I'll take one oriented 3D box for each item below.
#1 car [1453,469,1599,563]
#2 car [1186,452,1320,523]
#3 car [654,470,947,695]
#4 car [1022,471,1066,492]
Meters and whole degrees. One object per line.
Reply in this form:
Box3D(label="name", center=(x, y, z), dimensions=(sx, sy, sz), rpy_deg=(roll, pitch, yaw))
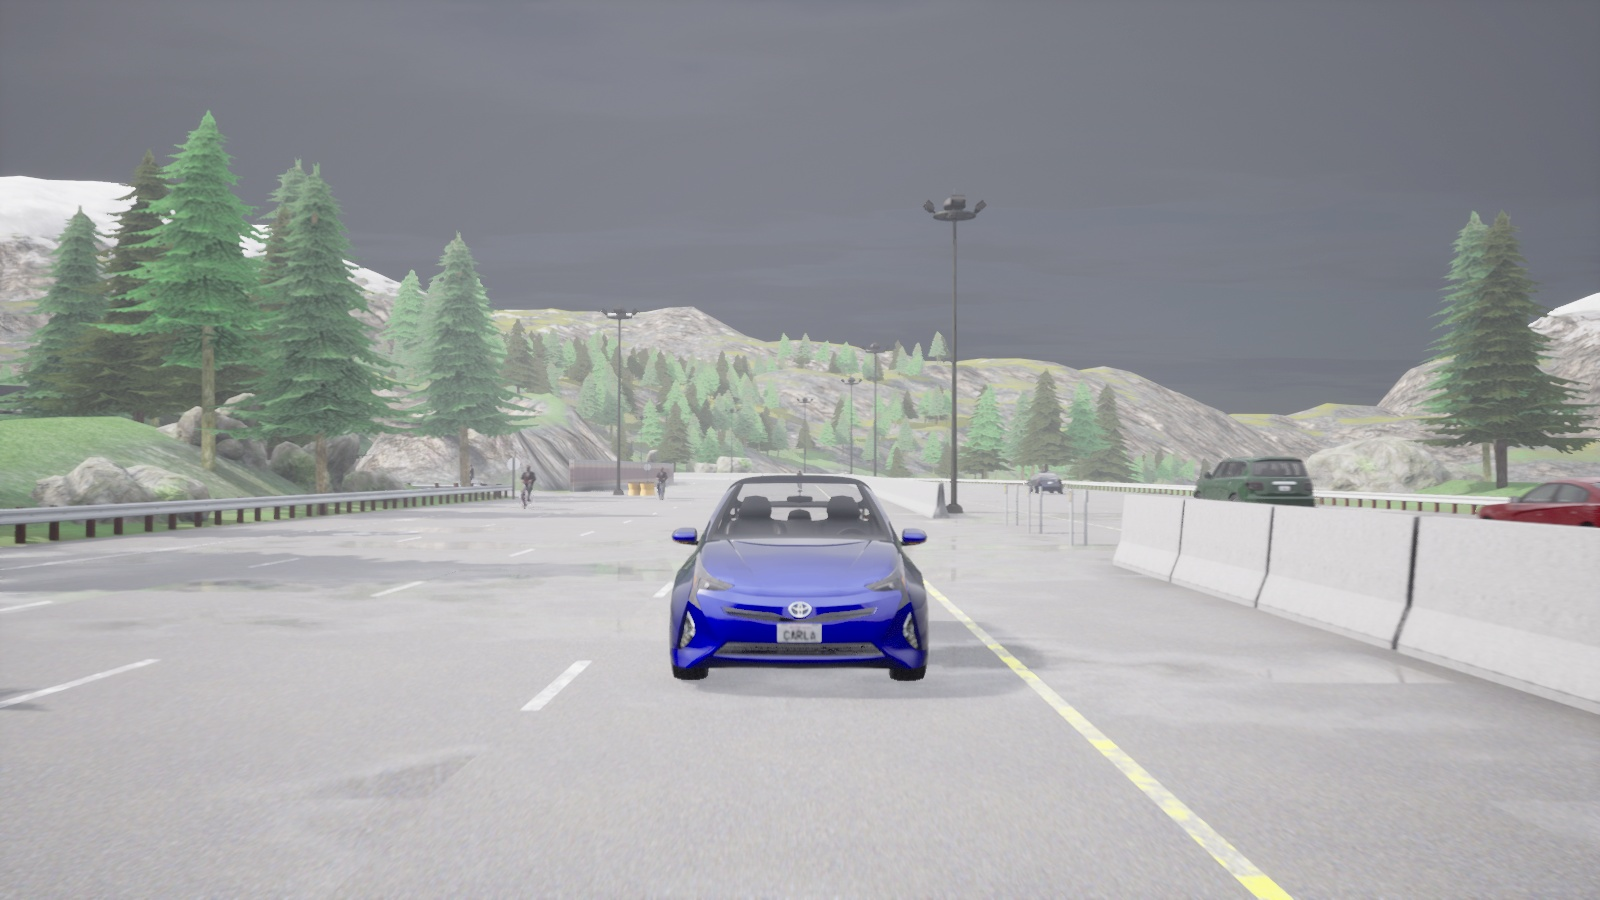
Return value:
Box3D(label="car", center=(13.998, 1.114, 22.599), dimensions=(1.882, 1.535, 5.008), rpy_deg=(0, -1, 0))
Box3D(label="car", center=(13.993, 1.134, 39.224), dimensions=(2.150, 2.045, 5.566), rpy_deg=(0, -1, 0))
Box3D(label="car", center=(0.001, 0.942, 10.870), dimensions=(2.007, 1.525, 4.514), rpy_deg=(0, -1, 0))
Box3D(label="car", center=(17.483, 2.253, 90.157), dimensions=(2.163, 1.488, 4.792), rpy_deg=(0, -1, 0))
